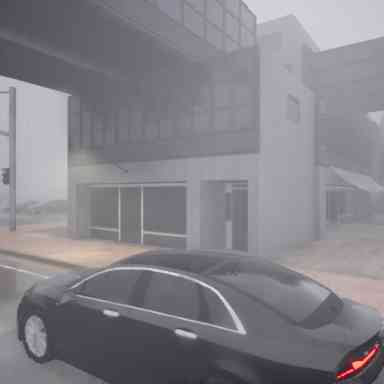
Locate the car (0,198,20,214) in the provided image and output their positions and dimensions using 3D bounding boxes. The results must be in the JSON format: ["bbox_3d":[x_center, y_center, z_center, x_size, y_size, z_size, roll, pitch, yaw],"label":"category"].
[{"bbox_3d":[-17.237,1.563,34.710,1.994,1.385,4.181,0,0,36],"label":"car"}]

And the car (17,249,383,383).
[{"bbox_3d":[-0.311,1.504,4.214,4.892,1.490,1.837,0,0,36],"label":"car"}]

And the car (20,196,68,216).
[{"bbox_3d":[-13.982,1.501,33.230,1.837,1.490,4.892,0,1,36],"label":"car"}]

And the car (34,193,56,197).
[{"bbox_3d":[-31.249,1.152,69.870,4.605,1.855,1.932,0,0,35],"label":"car"}]
